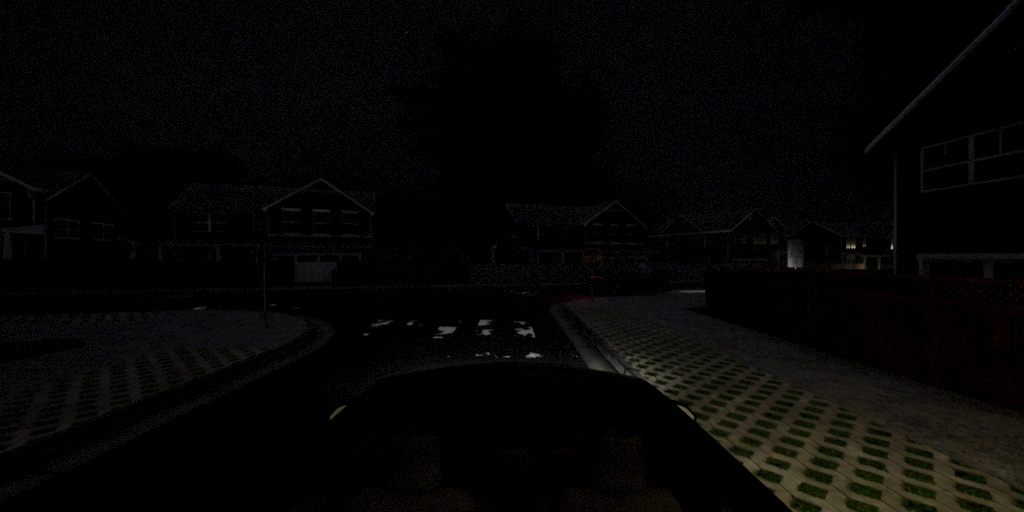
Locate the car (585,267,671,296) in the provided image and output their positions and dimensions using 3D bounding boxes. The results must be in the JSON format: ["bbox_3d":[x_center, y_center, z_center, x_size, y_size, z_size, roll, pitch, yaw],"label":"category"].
[{"bbox_3d":[6.397,1.335,19.659,4.902,1.511,2.128,1,0,-20],"label":"car"}]
